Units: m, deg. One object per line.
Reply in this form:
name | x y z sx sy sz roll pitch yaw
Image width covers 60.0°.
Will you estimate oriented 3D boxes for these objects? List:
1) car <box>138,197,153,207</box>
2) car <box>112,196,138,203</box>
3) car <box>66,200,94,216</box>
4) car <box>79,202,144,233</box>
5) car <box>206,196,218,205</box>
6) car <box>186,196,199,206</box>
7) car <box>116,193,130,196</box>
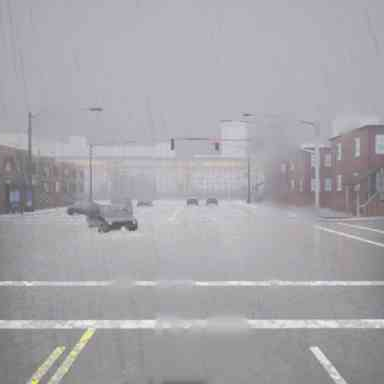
car | -7.103 1.500 50.339 1.837 1.490 4.892 0 0 0
car | -7.108 1.487 33.000 2.128 1.511 4.902 0 0 0
car | -10.614 1.543 32.880 2.033 1.411 5.357 0 0 0
car | -4.985 1.545 19.896 2.033 1.411 5.357 0 0 -31
car | 3.481 1.497 58.461 1.837 1.490 4.892 0 0 0
car | 0.085 1.470 56.346 1.882 1.535 5.008 0 0 0
car | -10.601 1.218 50.577 2.150 2.045 5.566 0 0 0
